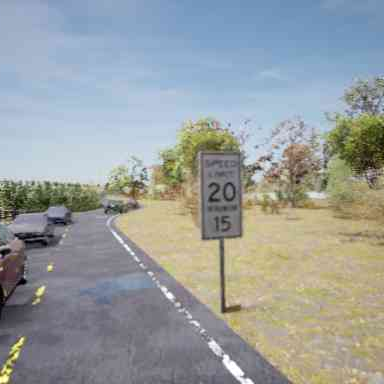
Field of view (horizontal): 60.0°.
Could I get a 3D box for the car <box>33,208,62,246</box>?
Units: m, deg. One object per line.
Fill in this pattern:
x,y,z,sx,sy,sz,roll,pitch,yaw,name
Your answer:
-7.965,1.782,16.614,2.033,1.411,5.357,-1,0,-17,car

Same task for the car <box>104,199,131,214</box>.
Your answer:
-9.236,1.670,40.868,2.097,1.767,4.553,-1,0,0,car

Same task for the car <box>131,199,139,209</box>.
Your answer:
-9.233,1.865,51.129,1.812,1.442,4.674,-1,0,-2,car

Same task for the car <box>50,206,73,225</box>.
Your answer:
-10.823,1.870,26.886,2.033,1.411,5.357,-1,0,-13,car

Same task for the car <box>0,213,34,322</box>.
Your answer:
-4.737,1.486,6.681,2.097,1.767,4.553,-1,0,-18,car
